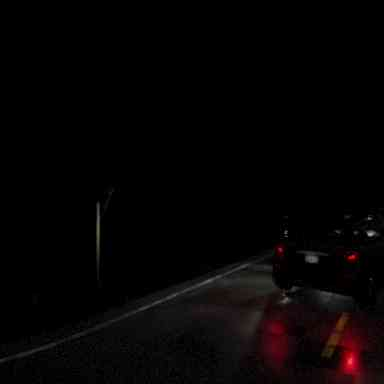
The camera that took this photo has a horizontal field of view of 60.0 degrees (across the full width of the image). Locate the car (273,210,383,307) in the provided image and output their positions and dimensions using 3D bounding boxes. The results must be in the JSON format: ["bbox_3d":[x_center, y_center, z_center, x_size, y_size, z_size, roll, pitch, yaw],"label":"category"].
[{"bbox_3d":[4.003,1.480,8.585,2.097,1.767,4.553,-2,-3,44],"label":"car"}]

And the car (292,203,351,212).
[{"bbox_3d":[5.036,1.464,13.365,2.150,2.045,5.566,-1,-2,26],"label":"car"}]

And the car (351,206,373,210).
[{"bbox_3d":[13.230,1.893,26.035,2.097,1.767,4.553,-1,-2,32],"label":"car"}]
